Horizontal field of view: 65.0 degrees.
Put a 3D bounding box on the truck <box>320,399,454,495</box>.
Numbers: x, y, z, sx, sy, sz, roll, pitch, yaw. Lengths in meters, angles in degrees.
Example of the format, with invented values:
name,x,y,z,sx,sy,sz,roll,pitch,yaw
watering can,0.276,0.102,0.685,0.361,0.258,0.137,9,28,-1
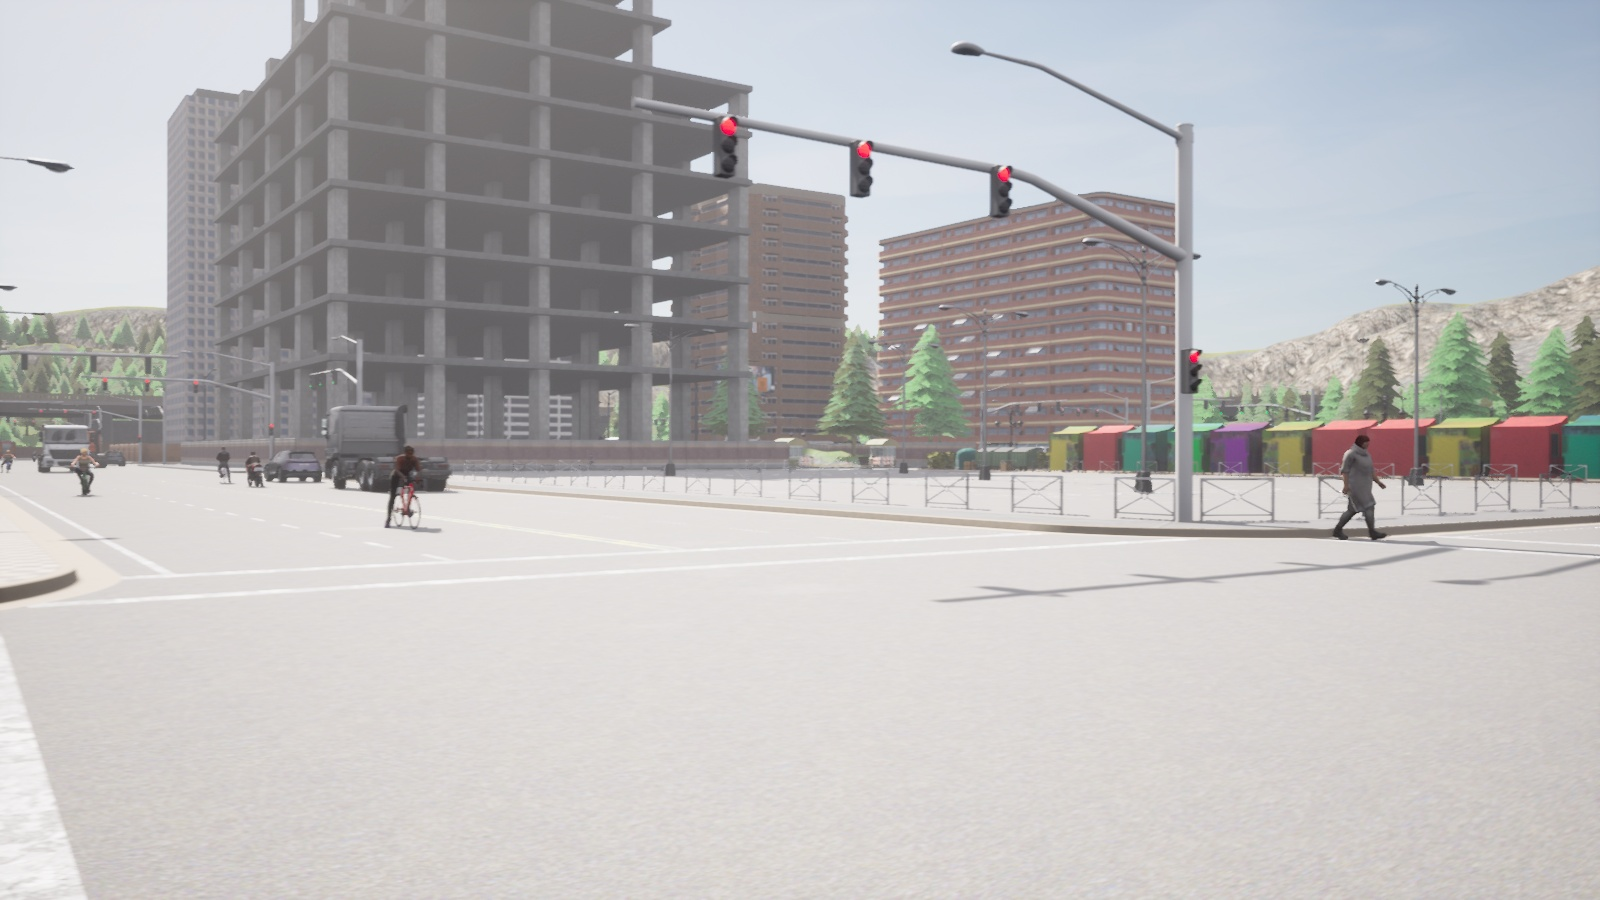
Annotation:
name,x,y,z,sx,sy,sz,roll,pitch,yaw
truck,-16.376,-0.089,49.388,2.891,3.462,7.936,0,0,-35

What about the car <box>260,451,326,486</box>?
name,x,y,z,sx,sy,sz,roll,pitch,yaw
car,-25.123,0.872,62.097,2.033,1.649,4.856,0,0,-35

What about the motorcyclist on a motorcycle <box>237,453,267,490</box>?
name,x,y,z,sx,sy,sz,roll,pitch,yaw
motorcyclist on a motorcycle,-23.149,0.900,53.057,0.797,1.523,2.044,0,0,-35

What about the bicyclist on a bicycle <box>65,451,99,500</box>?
name,x,y,z,sx,sy,sz,roll,pitch,yaw
bicyclist on a bicycle,-23.909,0.832,41.824,0.866,1.612,1.509,0,0,-34

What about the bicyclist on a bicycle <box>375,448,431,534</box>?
name,x,y,z,sx,sy,sz,roll,pitch,yaw
bicyclist on a bicycle,-7.753,0.770,24.518,0.582,1.620,1.656,0,0,-35

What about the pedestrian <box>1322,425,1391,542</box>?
name,x,y,z,sx,sy,sz,roll,pitch,yaw
pedestrian,9.496,0.560,21.419,0.659,1.952,0.873,0,0,-41
